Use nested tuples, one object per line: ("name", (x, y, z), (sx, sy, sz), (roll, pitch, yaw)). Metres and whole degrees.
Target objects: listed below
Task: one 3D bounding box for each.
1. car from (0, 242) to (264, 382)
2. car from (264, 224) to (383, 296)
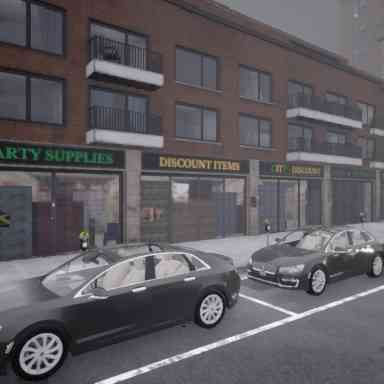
("car", (-1.164, 1.551, 5.357), (4.403, 1.369, 2.008), (0, 0, -35))
("car", (3.331, 1.551, 8.559), (4.403, 1.369, 2.008), (0, 0, -35))
